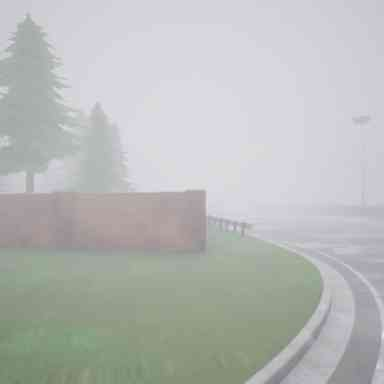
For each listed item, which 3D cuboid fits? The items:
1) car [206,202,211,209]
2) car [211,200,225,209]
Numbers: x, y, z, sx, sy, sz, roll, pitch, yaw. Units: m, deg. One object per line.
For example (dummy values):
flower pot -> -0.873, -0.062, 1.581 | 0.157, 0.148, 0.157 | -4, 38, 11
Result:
car -> 2.220, 3.173, 75.357 | 1.882, 1.535, 5.008 | 0, -1, -12
car -> 5.735, 2.896, 75.626 | 2.150, 2.045, 5.566 | 0, -1, -12
